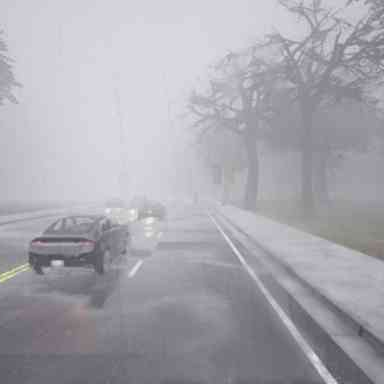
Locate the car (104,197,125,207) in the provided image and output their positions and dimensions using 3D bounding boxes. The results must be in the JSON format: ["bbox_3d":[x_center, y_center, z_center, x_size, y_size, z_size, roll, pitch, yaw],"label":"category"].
[{"bbox_3d":[-9.818,1.370,42.634,1.994,1.385,4.181,0,0,0],"label":"car"}]

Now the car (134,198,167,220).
[{"bbox_3d":[-3.142,1.436,26.736,1.994,1.385,4.181,0,0,0],"label":"car"}]

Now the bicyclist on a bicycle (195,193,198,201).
[{"bbox_3d":[0.912,1.051,72.933,0.659,1.776,1.843,0,0,0],"label":"bicyclist on a bicycle"}]

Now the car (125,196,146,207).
[{"bbox_3d":[-6.573,1.300,41.667,2.128,1.511,4.902,0,0,0],"label":"car"}]

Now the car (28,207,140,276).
[{"bbox_3d":[-3.147,1.440,10.197,2.128,1.511,4.902,0,0,0],"label":"car"}]

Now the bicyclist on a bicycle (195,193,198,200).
[{"bbox_3d":[0.910,1.087,63.933,0.659,1.776,1.843,0,0,0],"label":"bicyclist on a bicycle"}]

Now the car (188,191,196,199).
[{"bbox_3d":[0.023,0.748,91.727,2.150,2.045,5.566,0,0,0],"label":"car"}]
